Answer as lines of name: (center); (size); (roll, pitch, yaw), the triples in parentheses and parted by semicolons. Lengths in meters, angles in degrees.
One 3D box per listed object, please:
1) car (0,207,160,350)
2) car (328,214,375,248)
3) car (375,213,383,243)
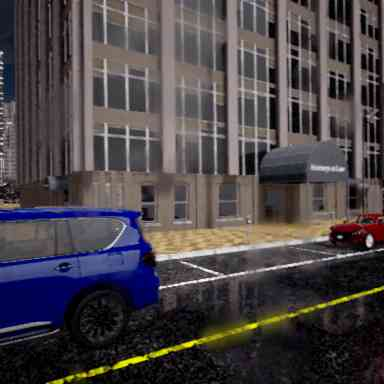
car: (-3.177, 1.281, 4.901); (5.566, 2.045, 2.150); (0, -1, -33)
car: (8.146, 1.679, 15.319); (4.507, 1.381, 1.887); (0, -1, -33)
car: (6.790, 1.281, 7.541); (5.566, 2.045, 2.150); (0, -1, -33)
